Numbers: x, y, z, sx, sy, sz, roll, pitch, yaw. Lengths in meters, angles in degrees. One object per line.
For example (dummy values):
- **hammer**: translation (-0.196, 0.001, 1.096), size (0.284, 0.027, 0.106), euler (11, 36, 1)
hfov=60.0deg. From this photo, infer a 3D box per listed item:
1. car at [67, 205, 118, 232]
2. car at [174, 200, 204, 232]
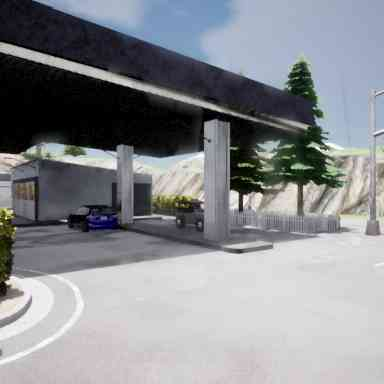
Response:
- **car**: translation (-6.675, 1.672, 22.129), size (2.242, 1.667, 4.611), euler (0, 0, -37)
- **car**: translation (0.456, 1.505, 21.989), size (1.905, 1.878, 3.866), euler (0, 0, -36)
